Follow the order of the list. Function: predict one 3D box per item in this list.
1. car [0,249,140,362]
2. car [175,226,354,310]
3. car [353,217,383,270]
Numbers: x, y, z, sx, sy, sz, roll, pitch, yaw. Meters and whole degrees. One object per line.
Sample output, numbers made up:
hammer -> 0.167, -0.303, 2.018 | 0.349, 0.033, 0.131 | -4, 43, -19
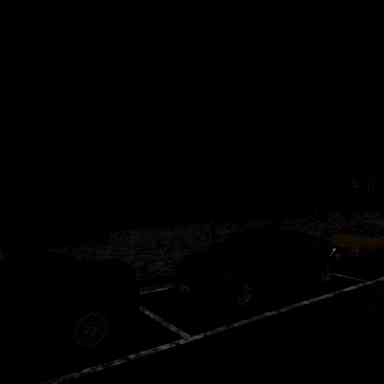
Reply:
car -> -2.932, 1.545, 4.555 | 4.507, 1.381, 1.887 | 0, 0, -36
car -> 1.650, 1.566, 7.837 | 4.313, 1.339, 1.947 | 0, 0, -36
car -> 6.094, 1.526, 11.021 | 4.829, 1.417, 1.752 | 0, 0, -36
